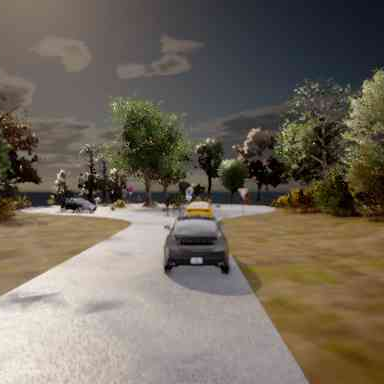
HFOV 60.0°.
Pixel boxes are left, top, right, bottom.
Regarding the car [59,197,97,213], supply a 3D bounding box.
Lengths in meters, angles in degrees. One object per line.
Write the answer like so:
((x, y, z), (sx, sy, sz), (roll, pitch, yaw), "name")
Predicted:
((-12.753, 1.519, 37.307), (4.902, 1.511, 2.128), (0, 0, 35), "car")

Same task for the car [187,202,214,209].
((0.656, 1.498, 25.687), (1.882, 1.535, 5.008), (0, 0, 6), "car")

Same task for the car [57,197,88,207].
((-18.930, 1.516, 53.112), (1.882, 1.535, 5.008), (0, 0, 21), "car")

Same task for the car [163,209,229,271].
((0.116, 1.513, 10.909), (1.837, 1.490, 4.892), (0, 0, 0), "car")
